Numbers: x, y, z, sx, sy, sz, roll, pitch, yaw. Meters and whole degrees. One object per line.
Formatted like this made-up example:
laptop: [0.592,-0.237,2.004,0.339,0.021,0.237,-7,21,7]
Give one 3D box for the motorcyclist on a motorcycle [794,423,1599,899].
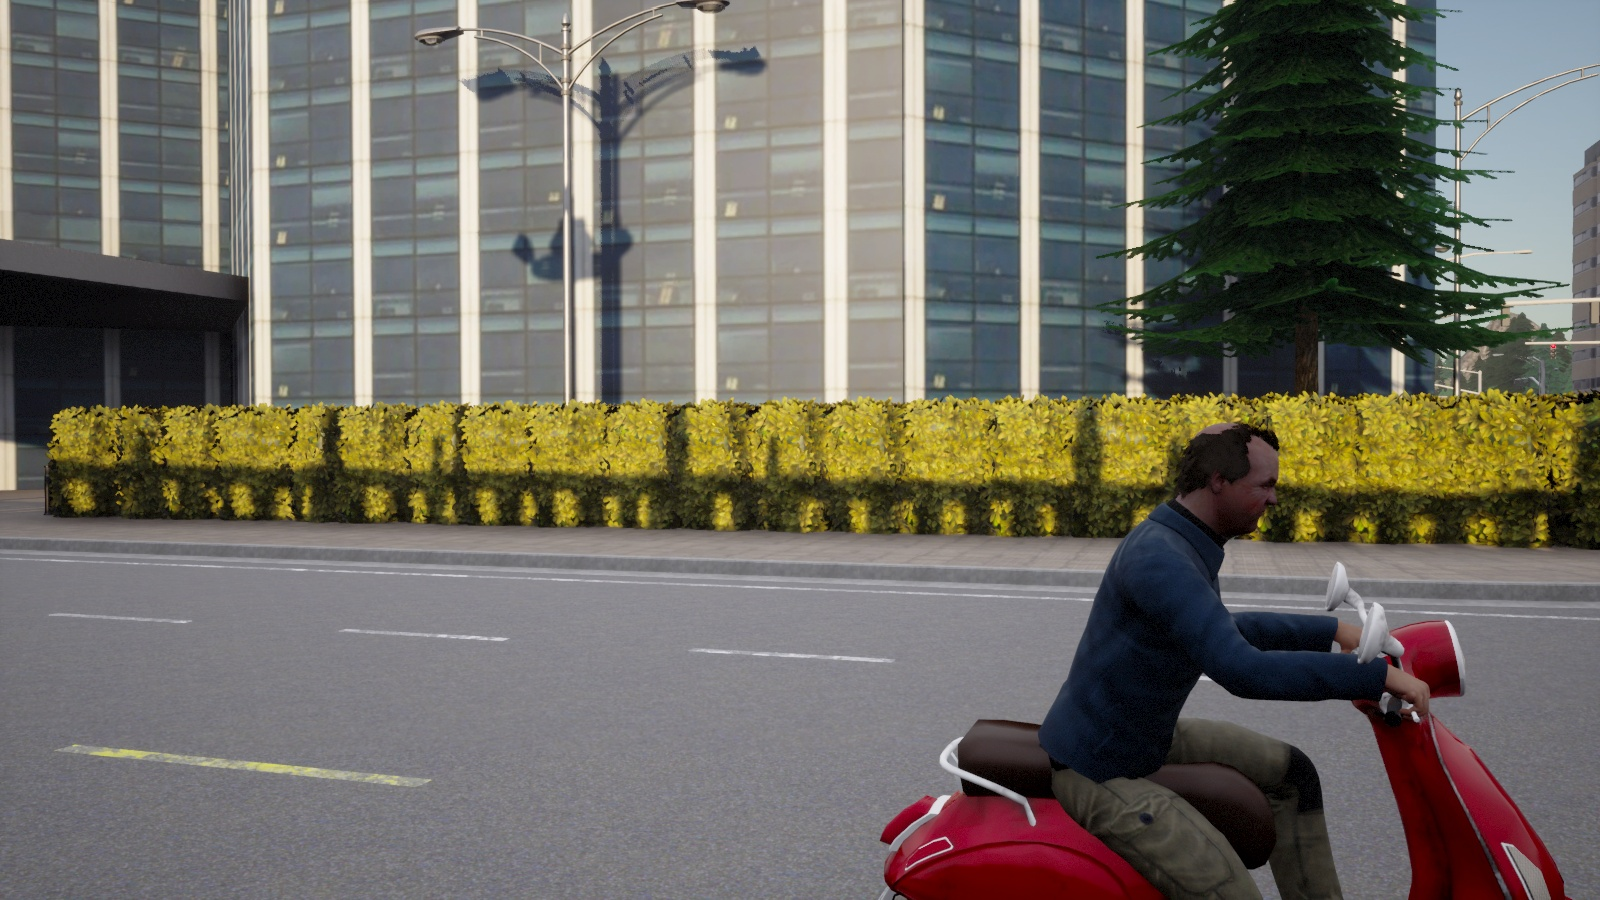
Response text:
motorcyclist on a motorcycle: [0.986,0.738,2.871,1.817,1.590,0.866,1,1,18]
